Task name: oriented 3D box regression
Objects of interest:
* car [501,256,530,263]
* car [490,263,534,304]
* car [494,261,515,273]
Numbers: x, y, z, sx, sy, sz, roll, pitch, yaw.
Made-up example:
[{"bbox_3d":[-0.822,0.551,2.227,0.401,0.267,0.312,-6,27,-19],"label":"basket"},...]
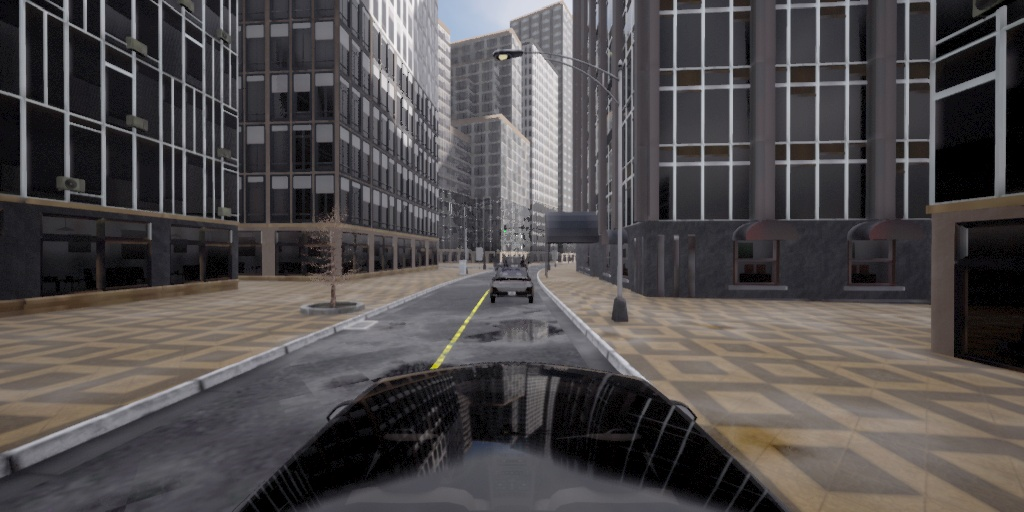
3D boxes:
[{"bbox_3d":[0.353,1.052,31.452,2.150,2.045,5.566,0,0,3],"label":"car"},{"bbox_3d":[0.000,1.255,16.502,2.128,1.511,4.902,0,0,0],"label":"car"},{"bbox_3d":[-0.977,1.446,47.571,2.033,1.411,5.357,0,0,7],"label":"car"}]
